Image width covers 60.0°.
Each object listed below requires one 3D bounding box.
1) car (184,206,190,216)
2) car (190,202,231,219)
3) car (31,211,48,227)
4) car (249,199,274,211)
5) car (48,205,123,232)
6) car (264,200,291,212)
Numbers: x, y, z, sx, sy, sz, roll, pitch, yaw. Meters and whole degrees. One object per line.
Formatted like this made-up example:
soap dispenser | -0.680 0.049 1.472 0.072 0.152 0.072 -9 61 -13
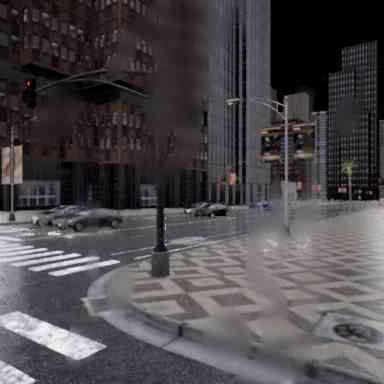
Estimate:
car | 0.989 1.969 38.529 2.128 1.511 4.902 0 -1 35
car | 2.226 1.925 34.637 1.882 1.535 5.008 0 -1 35
car | -9.085 1.714 24.158 2.128 1.511 4.902 0 -1 35
car | 10.678 2.009 52.201 1.882 1.535 5.008 0 -1 35
car | -6.645 1.749 21.978 1.812 1.442 4.674 0 -1 35
car | 13.339 2.321 50.335 2.033 1.411 5.357 0 -1 35
